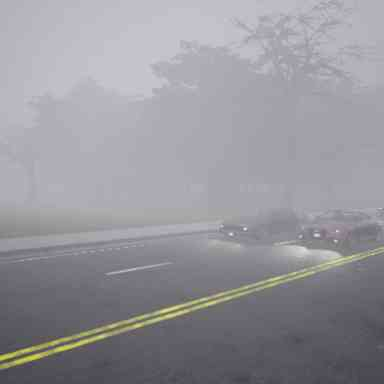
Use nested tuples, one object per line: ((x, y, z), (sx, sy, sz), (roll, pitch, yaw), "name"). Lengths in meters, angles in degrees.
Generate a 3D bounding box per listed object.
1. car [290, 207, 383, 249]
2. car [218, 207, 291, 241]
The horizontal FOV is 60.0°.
((6.310, 1.467, 14.050), (4.181, 1.385, 1.994), (0, 1, -41), "car")
((3.704, 1.423, 16.097), (5.357, 1.411, 2.033), (0, 1, -41), "car")
